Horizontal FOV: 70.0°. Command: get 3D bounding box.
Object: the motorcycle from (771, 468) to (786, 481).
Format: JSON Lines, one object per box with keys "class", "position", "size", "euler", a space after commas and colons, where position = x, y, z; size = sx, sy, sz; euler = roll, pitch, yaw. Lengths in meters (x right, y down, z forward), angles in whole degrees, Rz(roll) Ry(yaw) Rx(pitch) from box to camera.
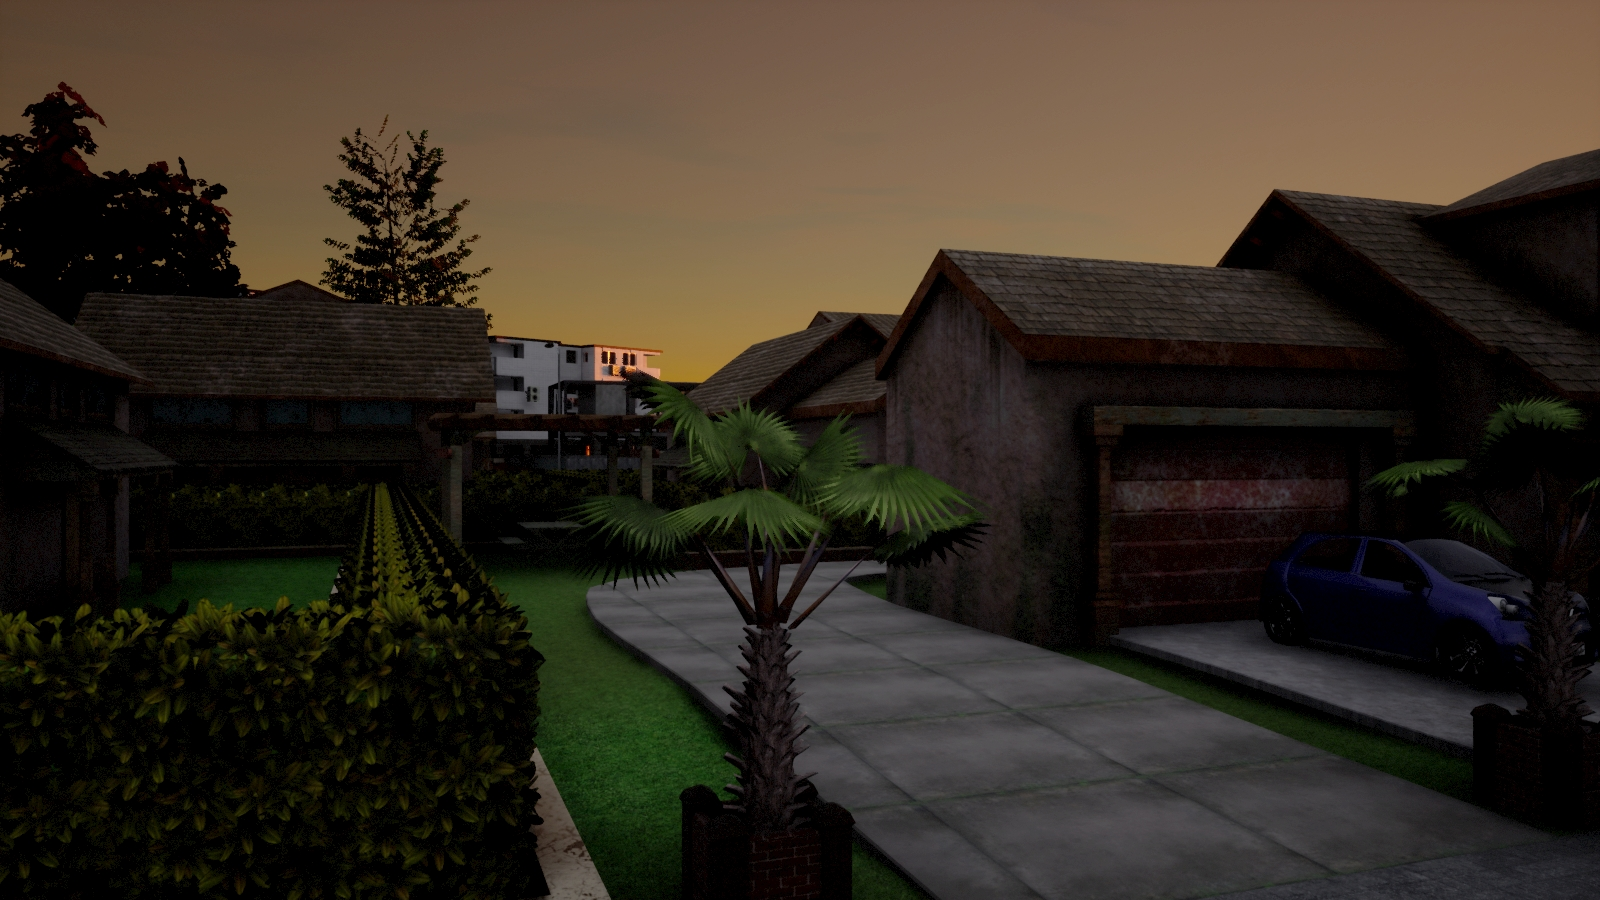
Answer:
{"class": "motorcycle", "position": [-1.939, 2.199, 102.837], "size": [0.803, 1.199, 2.033], "euler": [0, 0, -20]}
